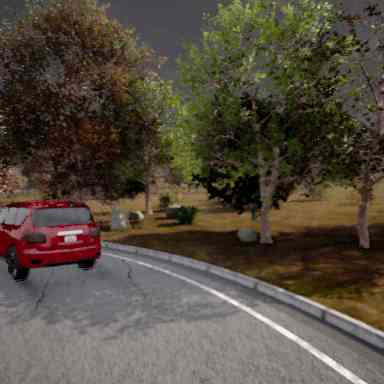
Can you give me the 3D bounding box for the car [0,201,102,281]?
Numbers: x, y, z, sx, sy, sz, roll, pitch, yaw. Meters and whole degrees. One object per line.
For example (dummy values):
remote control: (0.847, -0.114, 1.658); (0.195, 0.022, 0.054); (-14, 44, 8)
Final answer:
car: (-4.906, 1.307, 10.521); (2.150, 2.045, 5.566); (0, 0, -42)
